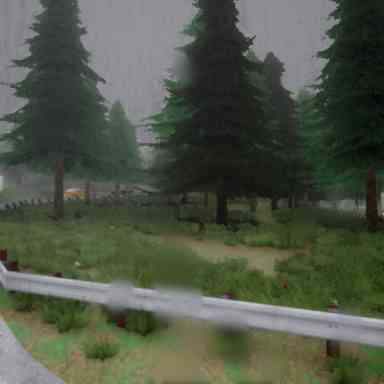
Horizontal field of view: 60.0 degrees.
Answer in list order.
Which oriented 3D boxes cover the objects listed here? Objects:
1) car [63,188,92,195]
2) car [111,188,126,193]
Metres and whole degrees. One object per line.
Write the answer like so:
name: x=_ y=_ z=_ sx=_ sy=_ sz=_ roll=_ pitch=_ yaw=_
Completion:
car: x=-14.287 y=0.274 z=41.281 sx=1.882 sy=1.535 sz=5.008 roll=-2 pitch=1 yaw=19
car: x=-10.744 y=0.108 z=51.079 sx=1.994 sy=1.385 sz=4.181 roll=-2 pitch=1 yaw=22
